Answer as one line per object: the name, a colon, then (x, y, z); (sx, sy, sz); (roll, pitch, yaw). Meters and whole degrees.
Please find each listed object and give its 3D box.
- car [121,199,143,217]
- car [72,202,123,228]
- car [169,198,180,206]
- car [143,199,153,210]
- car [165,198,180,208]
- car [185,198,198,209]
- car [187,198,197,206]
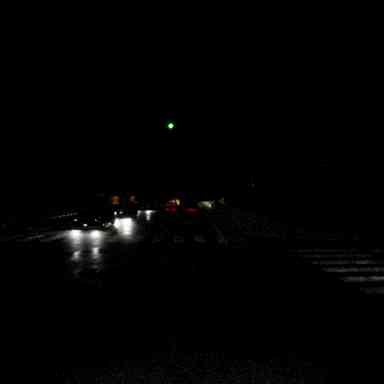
car: (-6.620, 1.670, 33.464); (2.128, 1.511, 4.902); (0, 0, 0)
car: (-6.602, 1.665, 23.217); (2.033, 1.411, 5.357); (0, 0, 0)
car: (-3.315, 1.889, 63.876); (1.882, 1.535, 5.008); (0, 0, 0)
car: (-6.625, 1.759, 46.658); (1.837, 1.490, 4.892); (0, 1, 1)
car: (-3.301, 1.932, 53.902); (1.895, 1.301, 4.718); (0, 0, 0)
car: (-0.049, 1.851, 53.460); (1.837, 1.490, 4.892); (0, 0, 0)
car: (-0.065, 1.908, 63.881); (1.882, 1.535, 5.008); (0, 0, 0)
